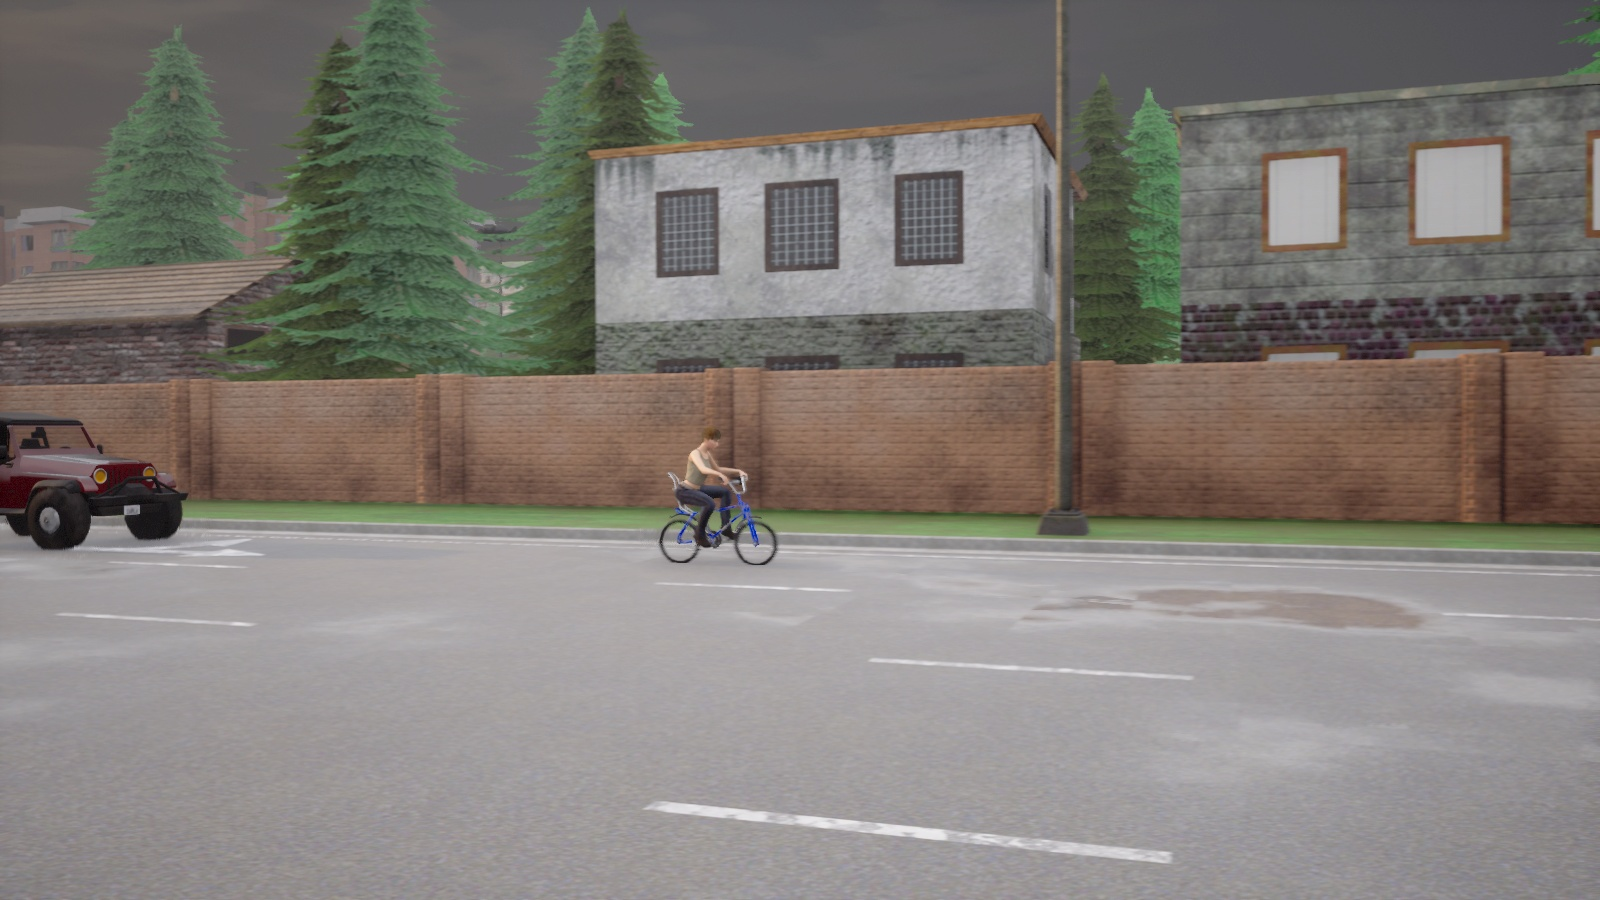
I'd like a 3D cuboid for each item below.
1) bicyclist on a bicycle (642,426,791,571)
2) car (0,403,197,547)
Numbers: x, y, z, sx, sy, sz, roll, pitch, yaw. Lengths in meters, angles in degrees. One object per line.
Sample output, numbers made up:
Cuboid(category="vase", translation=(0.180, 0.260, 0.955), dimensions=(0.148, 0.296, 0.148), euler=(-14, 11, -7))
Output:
Cuboid(category="bicyclist on a bicycle", translation=(-0.961, 0.526, 14.597), dimensions=(1.509, 1.612, 0.866), euler=(1, 1, 19))
Cuboid(category="car", translation=(-10.888, 0.294, 17.930), dimensions=(3.866, 1.878, 1.905), euler=(1, 1, 19))
